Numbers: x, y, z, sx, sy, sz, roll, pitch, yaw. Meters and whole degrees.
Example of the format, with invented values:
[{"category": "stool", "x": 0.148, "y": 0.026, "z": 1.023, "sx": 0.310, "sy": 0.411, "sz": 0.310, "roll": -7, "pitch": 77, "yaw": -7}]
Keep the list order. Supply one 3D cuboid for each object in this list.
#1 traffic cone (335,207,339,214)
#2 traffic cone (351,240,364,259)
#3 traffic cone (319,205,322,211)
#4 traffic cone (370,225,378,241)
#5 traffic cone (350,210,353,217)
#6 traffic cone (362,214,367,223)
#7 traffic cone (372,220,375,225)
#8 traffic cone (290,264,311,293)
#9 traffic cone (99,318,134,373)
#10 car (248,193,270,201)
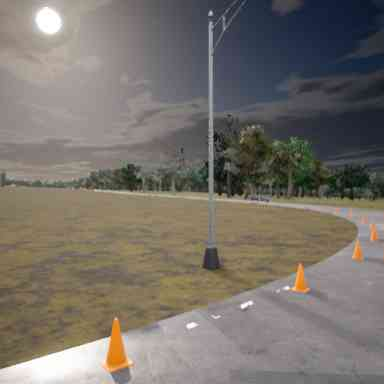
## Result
[{"category": "traffic cone", "x": 14.247, "y": 1.825, "z": 32.805, "sx": 0.340, "sy": 0.580, "sz": 0.340, "roll": 0, "pitch": 0, "yaw": 6}, {"category": "traffic cone", "x": 5.558, "y": 1.917, "z": 11.141, "sx": 0.340, "sy": 0.580, "sz": 0.340, "roll": 0, "pitch": 0, "yaw": 38}, {"category": "traffic cone", "x": 14.488, "y": 1.792, "z": 37.524, "sx": 0.340, "sy": 0.580, "sz": 0.340, "roll": 0, "pitch": 0, "yaw": 0}, {"category": "traffic cone", "x": 8.233, "y": 1.904, "z": 15.037, "sx": 0.340, "sy": 0.580, "sz": 0.340, "roll": 0, "pitch": 0, "yaw": 31}, {"category": "traffic cone", "x": 13.489, "y": 1.851, "z": 28.141, "sx": 0.340, "sy": 0.580, "sz": 0.340, "roll": 0, "pitch": 0, "yaw": 12}, {"category": "traffic cone", "x": 12.222, "y": 1.872, "z": 23.589, "sx": 0.340, "sy": 0.580, "sz": 0.340, "roll": 0, "pitch": 0, "yaw": 19}, {"category": "traffic cone", "x": 10.463, "y": 1.889, "z": 19.203, "sx": 0.340, "sy": 0.580, "sz": 0.340, "roll": 0, "pitch": 0, "yaw": 25}, {"category": "traffic cone", "x": 2.472, "y": 1.930, "z": 7.563, "sx": 0.340, "sy": 0.580, "sz": 0.340, "roll": 0, "pitch": 0, "yaw": 44}, {"category": "traffic cone", "x": -0.990, "y": 1.948, "z": 4.345, "sx": 0.340, "sy": 0.580, "sz": 0.340, "roll": 0, "pitch": 0, "yaw": -40}, {"category": "car", "x": 11.342, "y": 1.004, "z": 56.370, "sx": 1.837, "sy": 1.490, "sz": 4.892, "roll": 1, "pitch": 0, "yaw": -23}]
